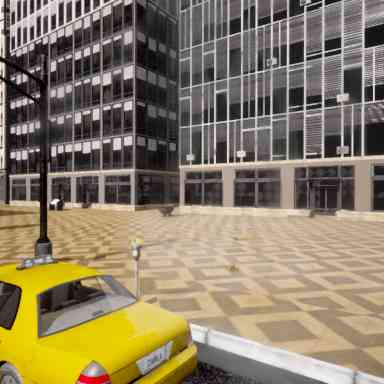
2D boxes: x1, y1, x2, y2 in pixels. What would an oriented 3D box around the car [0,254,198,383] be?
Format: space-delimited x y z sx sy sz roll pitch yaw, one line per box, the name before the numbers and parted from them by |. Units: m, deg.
car | -2.218 1.525 4.472 4.829 1.417 1.752 0 0 36
